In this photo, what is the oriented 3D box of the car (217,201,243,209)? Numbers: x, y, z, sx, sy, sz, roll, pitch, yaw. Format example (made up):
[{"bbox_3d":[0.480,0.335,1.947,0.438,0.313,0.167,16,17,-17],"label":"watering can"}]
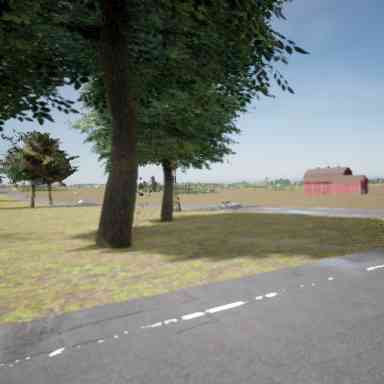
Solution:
[{"bbox_3d":[6.349,2.140,56.291,1.895,1.301,4.718,-3,1,-37],"label":"car"}]
